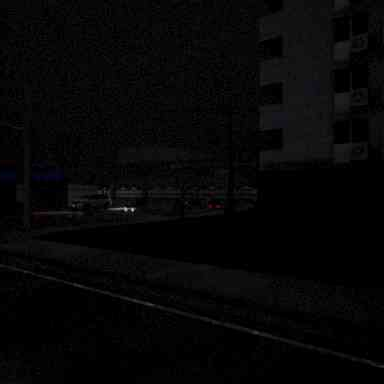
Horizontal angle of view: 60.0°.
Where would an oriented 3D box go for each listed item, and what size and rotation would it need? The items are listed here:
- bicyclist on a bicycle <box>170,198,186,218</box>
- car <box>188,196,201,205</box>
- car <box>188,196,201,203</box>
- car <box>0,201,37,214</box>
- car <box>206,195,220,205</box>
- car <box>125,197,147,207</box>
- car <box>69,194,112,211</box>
[{"bbox_3d":[-1.169,1.296,27.291,1.656,1.620,0.582,0,0,36],"label":"bicyclist on a bicycle"},{"bbox_3d":[0.444,1.555,59.051,1.994,1.385,4.181,0,0,4],"label":"car"},{"bbox_3d":[0.388,1.554,67.462,1.994,1.385,4.181,0,0,-8],"label":"car"},{"bbox_3d":[-17.886,1.592,32.461,1.895,1.301,4.718,0,0,35],"label":"car"},{"bbox_3d":[3.916,1.518,58.460,1.812,1.442,4.674,0,0,4],"label":"car"},{"bbox_3d":[-8.353,1.482,49.988,2.128,1.511,4.902,0,0,15],"label":"car"},{"bbox_3d":[-12.300,1.213,40.713,2.150,2.045,5.566,0,0,29],"label":"car"}]
